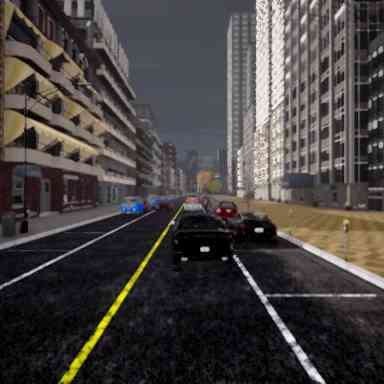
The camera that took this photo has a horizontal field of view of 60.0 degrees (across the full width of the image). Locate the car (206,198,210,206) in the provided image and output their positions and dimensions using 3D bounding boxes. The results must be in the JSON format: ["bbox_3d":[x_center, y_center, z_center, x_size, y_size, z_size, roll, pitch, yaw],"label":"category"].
[{"bbox_3d":[2.695,1.551,31.960,2.008,1.369,4.403,0,0,0],"label":"car"}]

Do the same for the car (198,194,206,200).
[{"bbox_3d":[2.696,1.372,92.712,2.192,1.841,5.009,0,0,0],"label":"car"}]

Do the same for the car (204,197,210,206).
[{"bbox_3d":[2.695,1.553,37.484,2.008,1.369,4.403,0,0,0],"label":"car"}]

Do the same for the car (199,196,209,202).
[{"bbox_3d":[2.695,1.585,76.143,2.008,1.369,4.403,0,0,0],"label":"car"}]

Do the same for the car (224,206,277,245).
[{"bbox_3d":[2.694,1.563,15.391,1.947,1.339,4.313,0,0,0],"label":"car"}]

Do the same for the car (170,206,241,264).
[{"bbox_3d":[0.247,1.474,11.876,1.882,1.535,5.008,0,0,-3],"label":"car"}]

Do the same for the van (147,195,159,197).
[{"bbox_3d":[-5.686,1.347,48.529,1.690,1.788,3.998,0,0,0],"label":"van"}]

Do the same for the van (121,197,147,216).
[{"bbox_3d":[-5.686,1.341,31.961,1.690,1.788,3.998,0,0,0],"label":"van"}]

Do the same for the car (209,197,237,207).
[{"bbox_3d":[2.695,1.439,26.437,1.967,1.590,4.097,0,0,0],"label":"car"}]

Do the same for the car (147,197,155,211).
[{"bbox_3d":[-5.686,1.546,37.484,1.887,1.381,4.507,0,0,0],"label":"car"}]

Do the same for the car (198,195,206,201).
[{"bbox_3d":[2.695,1.600,87.188,2.008,1.369,4.403,0,0,0],"label":"car"}]

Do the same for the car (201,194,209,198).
[{"bbox_3d":[2.695,1.447,48.528,1.967,1.590,4.097,0,0,0],"label":"car"}]

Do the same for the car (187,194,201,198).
[{"bbox_3d":[0.102,1.368,61.025,2.097,1.767,4.553,0,0,0],"label":"car"}]

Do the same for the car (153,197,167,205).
[{"bbox_3d":[-5.686,1.565,59.575,2.008,1.369,4.403,0,0,0],"label":"car"}]

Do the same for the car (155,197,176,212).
[{"bbox_3d":[-3.075,1.565,38.274,1.994,1.385,4.181,0,0,0],"label":"car"}]

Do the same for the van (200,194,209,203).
[{"bbox_3d":[2.695,1.368,70.621,1.690,1.788,3.998,0,0,0],"label":"van"}]

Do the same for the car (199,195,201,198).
[{"bbox_3d":[2.695,1.581,59.574,1.947,1.339,4.313,0,0,0],"label":"car"}]

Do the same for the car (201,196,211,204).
[{"bbox_3d":[2.695,1.565,65.097,1.887,1.381,4.507,0,0,0],"label":"car"}]

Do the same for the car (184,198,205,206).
[{"bbox_3d":[0.102,1.602,37.083,1.895,1.301,4.718,0,0,0],"label":"car"}]
